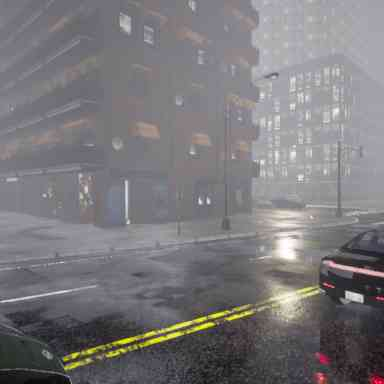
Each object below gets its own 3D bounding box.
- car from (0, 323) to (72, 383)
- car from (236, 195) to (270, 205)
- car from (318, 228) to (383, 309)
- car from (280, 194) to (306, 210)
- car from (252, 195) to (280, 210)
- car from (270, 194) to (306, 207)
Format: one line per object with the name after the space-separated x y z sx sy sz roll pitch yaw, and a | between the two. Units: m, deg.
-2.820 1.352 1.472 4.553 1.767 2.097 0 0 -36 | car
8.650 1.099 47.239 4.313 1.339 1.947 1 0 44 | car
4.594 1.490 6.847 4.902 1.511 2.128 0 0 -36 | car
10.545 1.255 37.404 4.181 1.385 1.994 1 1 44 | car
6.965 1.193 37.140 4.829 1.417 1.752 1 0 44 | car
12.580 1.057 43.599 4.097 1.590 1.967 1 0 44 | car
